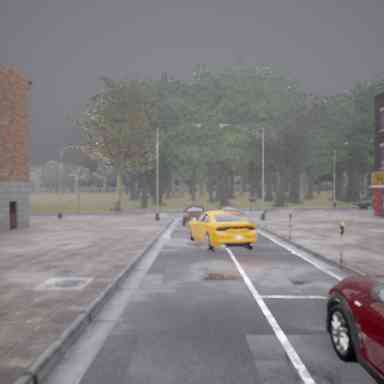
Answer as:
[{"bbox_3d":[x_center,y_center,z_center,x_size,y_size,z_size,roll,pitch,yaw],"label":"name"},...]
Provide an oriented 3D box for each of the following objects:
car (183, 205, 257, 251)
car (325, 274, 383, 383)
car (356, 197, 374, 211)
[{"bbox_3d":[1.185,1.590,14.940,1.882,1.535,5.008,0,0,-14],"label":"car"},{"bbox_3d":[3.011,1.377,3.112,2.097,1.767,4.553,0,0,0],"label":"car"},{"bbox_3d":[20.772,1.311,36.671,4.892,1.490,1.837,-1,1,1],"label":"car"}]
